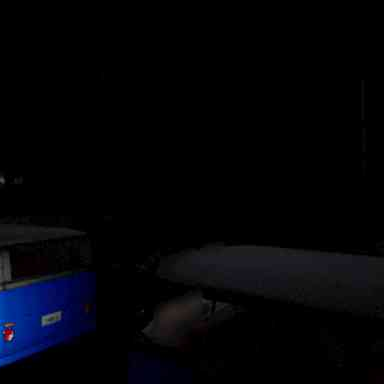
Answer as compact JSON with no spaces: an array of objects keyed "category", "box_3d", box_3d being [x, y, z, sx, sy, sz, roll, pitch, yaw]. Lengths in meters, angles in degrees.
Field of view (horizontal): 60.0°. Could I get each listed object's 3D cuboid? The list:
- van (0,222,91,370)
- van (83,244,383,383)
[{"category":"van","box_3d":[-3.293,1.391,5.322,3.998,1.788,1.690,-1,0,36]},{"category":"van","box_3d":[1.324,1.341,2.020,3.998,1.788,1.690,-1,0,36]}]
